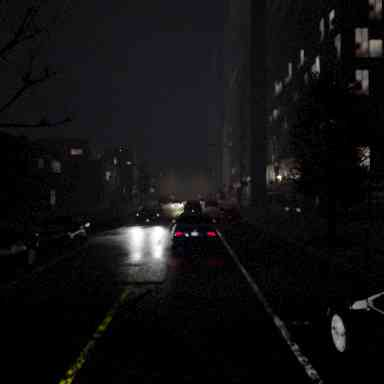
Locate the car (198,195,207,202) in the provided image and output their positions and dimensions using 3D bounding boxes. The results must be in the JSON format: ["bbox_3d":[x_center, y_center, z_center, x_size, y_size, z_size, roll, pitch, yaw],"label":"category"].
[{"bbox_3d":[2.691,1.634,87.871,2.192,1.841,5.009,1,0,0],"label":"car"}]

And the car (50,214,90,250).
[{"bbox_3d":[-5.715,1.633,14.554,1.802,1.307,4.206,1,0,0],"label":"car"}]

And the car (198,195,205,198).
[{"bbox_3d":[2.690,1.738,82.226,1.967,1.590,4.097,1,0,0],"label":"car"}]

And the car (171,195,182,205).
[{"bbox_3d":[-3.015,1.842,66.294,1.895,1.301,4.718,0,0,0],"label":"car"}]

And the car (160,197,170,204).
[{"bbox_3d":[-5.690,1.838,70.993,1.802,1.307,4.206,1,0,0],"label":"car"}]

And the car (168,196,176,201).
[{"bbox_3d":[-5.693,1.891,93.568,2.008,1.369,4.403,1,0,0],"label":"car"}]

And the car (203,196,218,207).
[{"bbox_3d":[2.993,1.664,51.738,1.882,1.535,5.008,0,0,0],"label":"car"}]

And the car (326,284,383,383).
[{"bbox_3d":[2.805,1.563,3.210,2.008,1.369,4.403,1,0,0],"label":"car"}]

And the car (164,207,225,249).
[{"bbox_3d":[0.097,1.600,14.716,2.033,1.411,5.357,0,0,0],"label":"car"}]

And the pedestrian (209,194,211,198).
[{"bbox_3d":[2.991,1.242,54.763,0.375,1.860,0.375,1,-1,0],"label":"pedestrian"}]

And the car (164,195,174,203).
[{"bbox_3d":[-5.687,1.613,82.281,2.192,1.841,5.009,1,0,0],"label":"car"}]

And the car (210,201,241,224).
[{"bbox_3d":[2.698,1.637,25.785,1.887,1.381,4.507,1,0,0],"label":"car"}]

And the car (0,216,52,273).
[{"bbox_3d":[-5.747,1.576,8.910,1.887,1.381,4.507,1,0,0],"label":"car"}]

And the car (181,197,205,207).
[{"bbox_3d":[0.092,1.630,35.117,1.837,1.490,4.892,0,0,0],"label":"car"}]

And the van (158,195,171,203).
[{"bbox_3d":[-5.685,1.576,65.349,1.690,1.788,3.998,1,0,0],"label":"van"}]

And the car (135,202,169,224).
[{"bbox_3d":[-3.104,1.691,25.513,1.895,1.301,4.718,0,0,0],"label":"car"}]
